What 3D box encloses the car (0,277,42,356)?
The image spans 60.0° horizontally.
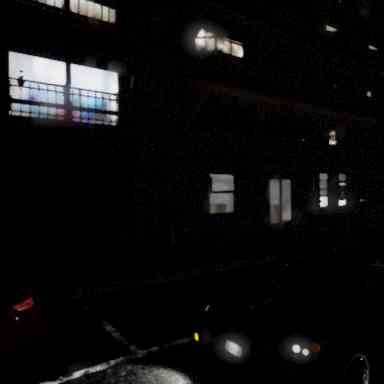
[{"bbox_3d":[-3.970,1.588,3.693,4.206,1.307,1.802,0,-1,-36],"label":"car"}]

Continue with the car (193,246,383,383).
[{"bbox_3d":[2.078,1.550,4.863,4.181,1.385,1.994,0,0,-36],"label":"car"}]
